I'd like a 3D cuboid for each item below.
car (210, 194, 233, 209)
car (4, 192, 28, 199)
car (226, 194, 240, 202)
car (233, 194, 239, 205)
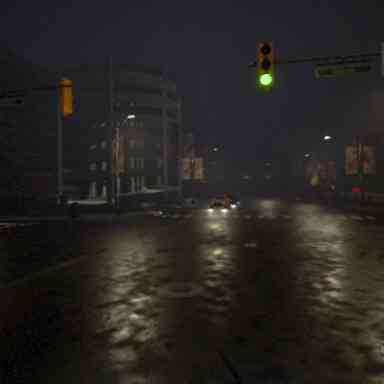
[{"bbox_3d":[3.481,1.165,40.584,1.882,1.535,5.008,-1,0,14],"label":"car"},{"bbox_3d":[-40.847,1.020,77.168,5.566,2.045,2.435,-1,0,13],"label":"car"},{"bbox_3d":[7.406,1.056,60.246,2.033,1.411,5.357,-1,0,3],"label":"car"},{"bbox_3d":[5.701,1.104,49.776,1.837,1.490,4.892,-1,0,14],"label":"car"}]
